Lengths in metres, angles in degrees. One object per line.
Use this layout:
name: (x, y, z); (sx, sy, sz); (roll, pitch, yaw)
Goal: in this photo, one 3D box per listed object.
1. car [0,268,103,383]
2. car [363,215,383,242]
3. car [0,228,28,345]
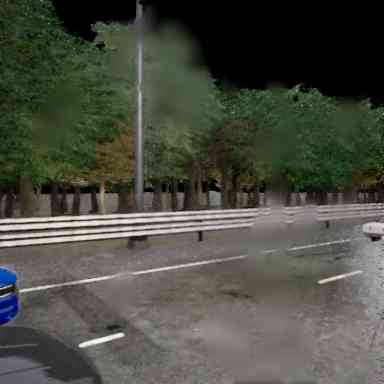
car: (-2.892, 1.503, 1.684); (4.892, 1.490, 1.837); (0, 0, -35)
car: (9.803, 1.609, 15.039); (4.718, 1.301, 1.895); (0, 0, -35)
car: (-5.099, 1.476, 4.409); (5.008, 1.535, 1.882); (0, 0, -36)
